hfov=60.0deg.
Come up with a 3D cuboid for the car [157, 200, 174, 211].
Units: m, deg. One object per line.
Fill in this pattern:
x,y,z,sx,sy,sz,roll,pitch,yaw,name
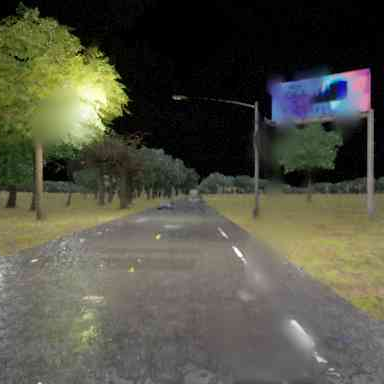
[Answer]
-3.519,1.797,44.848,1.994,1.385,4.181,0,0,0,car
